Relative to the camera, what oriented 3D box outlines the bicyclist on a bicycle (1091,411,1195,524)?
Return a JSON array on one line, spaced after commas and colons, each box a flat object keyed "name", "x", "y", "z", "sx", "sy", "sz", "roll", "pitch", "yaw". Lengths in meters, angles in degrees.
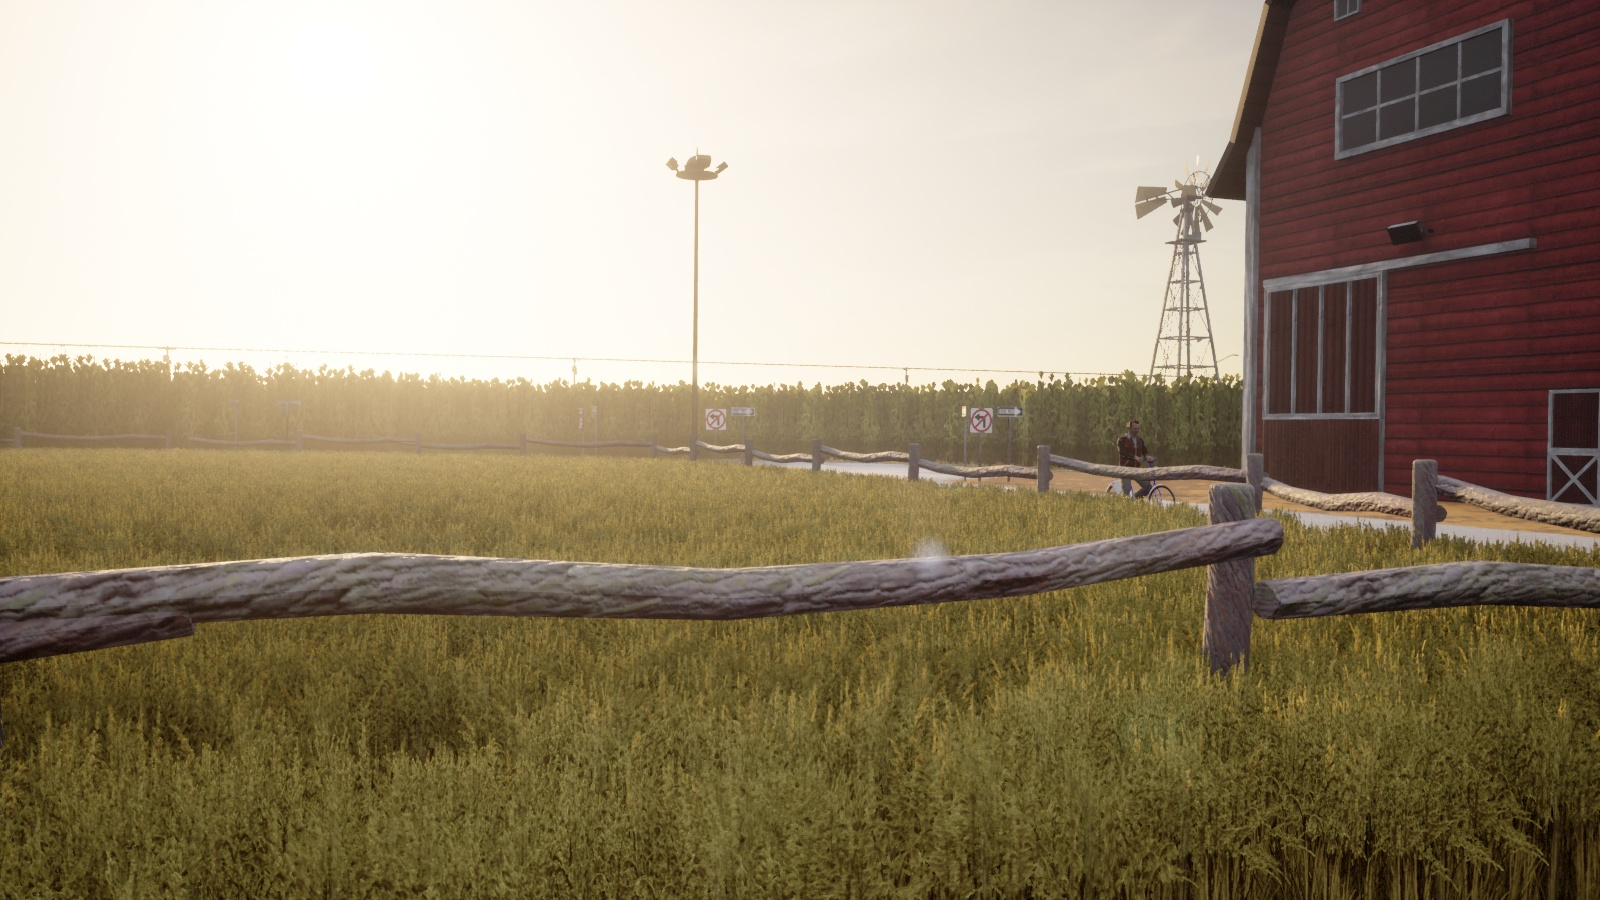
[{"name": "bicyclist on a bicycle", "x": 5.626, "y": 0.271, "z": 20.705, "sx": 0.659, "sy": 1.776, "sz": 1.843, "roll": -1, "pitch": 1, "yaw": -23}]
